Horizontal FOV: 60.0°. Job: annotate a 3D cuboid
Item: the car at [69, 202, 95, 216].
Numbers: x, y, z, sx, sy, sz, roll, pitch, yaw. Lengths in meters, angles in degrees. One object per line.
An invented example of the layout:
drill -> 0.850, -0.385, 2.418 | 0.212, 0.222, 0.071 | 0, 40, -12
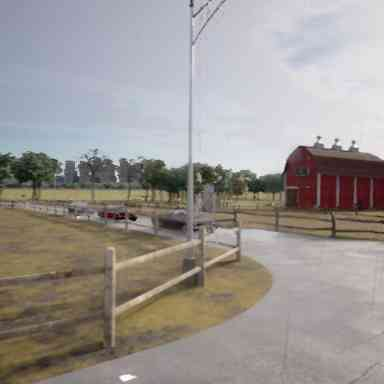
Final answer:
car -> -12.192, 1.799, 36.529 | 1.812, 1.442, 4.674 | 0, 0, -35

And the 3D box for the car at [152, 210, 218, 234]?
car -> -0.505, 1.781, 19.989 | 1.895, 1.301, 4.718 | 0, 0, -36

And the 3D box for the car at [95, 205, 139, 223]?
car -> -6.271, 1.810, 28.125 | 1.895, 1.301, 4.718 | 0, 0, -35
